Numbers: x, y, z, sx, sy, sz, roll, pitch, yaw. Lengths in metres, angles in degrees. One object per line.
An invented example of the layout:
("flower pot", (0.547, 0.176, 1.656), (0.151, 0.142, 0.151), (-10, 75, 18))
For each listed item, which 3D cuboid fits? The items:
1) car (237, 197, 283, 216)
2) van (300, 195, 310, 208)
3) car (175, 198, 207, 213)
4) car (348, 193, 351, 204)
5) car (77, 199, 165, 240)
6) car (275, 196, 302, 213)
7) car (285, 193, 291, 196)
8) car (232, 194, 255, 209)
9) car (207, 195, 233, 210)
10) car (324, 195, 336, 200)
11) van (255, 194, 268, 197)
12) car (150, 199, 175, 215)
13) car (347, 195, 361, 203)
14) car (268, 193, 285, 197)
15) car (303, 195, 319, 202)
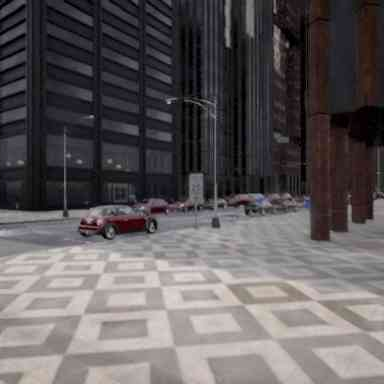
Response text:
("car", (6.293, 1.440, 30.359), (2.008, 1.369, 4.403), (0, 0, 36))
("van", (16.145, 1.194, 43.999), (1.690, 1.788, 3.998), (0, 0, 36))
("car", (-0.628, 1.343, 35.335), (1.967, 1.590, 4.097), (0, 0, 36))
("car", (25.998, 1.387, 57.641), (1.947, 1.339, 4.313), (0, 0, 36))
("car", (-3.559, 1.369, 16.718), (1.967, 1.590, 4.097), (0, 0, 36))
("car", (9.577, 1.442, 34.906), (1.947, 1.339, 4.313), (0, 0, 36))
("car", (15.793, 1.160, 58.071), (2.192, 1.841, 5.009), (0, 0, 36))
("car", (5.940, 1.193, 44.430), (2.192, 1.841, 5.009), (0, 0, 36))
("car", (2.656, 1.441, 39.883), (2.008, 1.369, 4.403), (0, 0, 36))
("car", (35.501, 1.358, 85.356), (1.947, 1.339, 4.313), (0, 0, 36))
("van", (9.224, 1.208, 48.976), (1.690, 1.788, 3.998), (0, 0, 36))
("car", (-3.913, 1.356, 30.788), (1.967, 1.590, 4.097), (0, 0, 36))
("car", (32.567, 1.347, 66.735), (1.887, 1.381, 4.507), (0, 0, 36))
("car", (12.509, 1.171, 53.525), (2.192, 1.841, 5.009), (0, 0, 36))
("car", (25.647, 1.368, 71.714), (2.008, 1.369, 4.403), (0, 0, 36))
